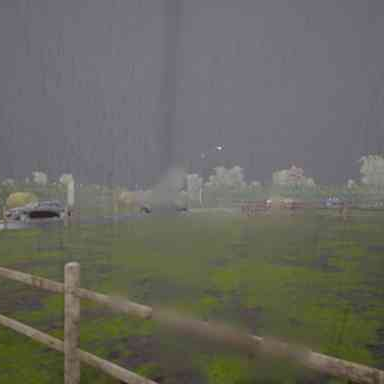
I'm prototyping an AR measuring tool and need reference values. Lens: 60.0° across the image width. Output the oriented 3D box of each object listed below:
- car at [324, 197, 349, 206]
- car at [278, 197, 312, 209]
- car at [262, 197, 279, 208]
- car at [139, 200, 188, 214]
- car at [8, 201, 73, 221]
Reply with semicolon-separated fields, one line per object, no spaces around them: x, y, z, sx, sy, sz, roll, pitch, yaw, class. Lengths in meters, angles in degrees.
22.232;1.575;51.207;4.674;1.442;1.812;0;0;-36;car
14.323;1.635;45.174;4.718;1.301;1.895;0;0;-37;car
11.922;1.490;46.920;5.008;1.535;1.882;0;0;-38;car
-2.809;1.536;34.575;5.357;1.411;2.033;0;0;-42;car
-11.804;1.463;25.962;2.128;1.511;4.902;1;0;44;car
